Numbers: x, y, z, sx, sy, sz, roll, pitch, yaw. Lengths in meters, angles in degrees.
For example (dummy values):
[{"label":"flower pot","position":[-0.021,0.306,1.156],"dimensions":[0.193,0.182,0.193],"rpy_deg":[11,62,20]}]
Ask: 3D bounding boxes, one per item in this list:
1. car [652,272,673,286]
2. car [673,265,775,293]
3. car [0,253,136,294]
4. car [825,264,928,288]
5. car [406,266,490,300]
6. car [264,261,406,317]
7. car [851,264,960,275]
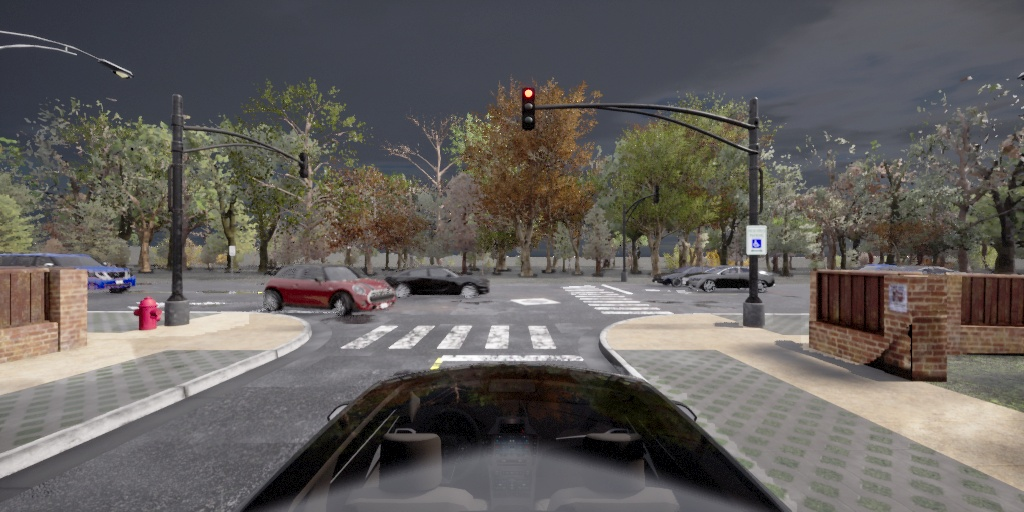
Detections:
[{"label":"car","position":[12.323,1.353,24.044],"dimensions":[5.357,1.411,2.033],"rpy_deg":[0,0,0]},{"label":"car","position":[12.439,1.294,20.795],"dimensions":[4.902,1.511,2.128],"rpy_deg":[0,0,0]},{"label":"car","position":[-21.708,0.891,17.291],"dimensions":[5.566,2.045,2.150],"rpy_deg":[0,0,0]},{"label":"car","position":[24.346,1.323,24.061],"dimensions":[5.008,1.535,1.882],"rpy_deg":[0,0,0]},{"label":"car","position":[-3.583,1.225,17.318],"dimensions":[5.008,1.535,1.882],"rpy_deg":[0,0,0]},{"label":"car","position":[-6.480,1.081,12.909],"dimensions":[4.553,1.767,2.097],"rpy_deg":[0,0,18]},{"label":"car","position":[23.318,1.331,20.810],"dimensions":[4.902,1.511,2.128],"rpy_deg":[0,0,0]}]
